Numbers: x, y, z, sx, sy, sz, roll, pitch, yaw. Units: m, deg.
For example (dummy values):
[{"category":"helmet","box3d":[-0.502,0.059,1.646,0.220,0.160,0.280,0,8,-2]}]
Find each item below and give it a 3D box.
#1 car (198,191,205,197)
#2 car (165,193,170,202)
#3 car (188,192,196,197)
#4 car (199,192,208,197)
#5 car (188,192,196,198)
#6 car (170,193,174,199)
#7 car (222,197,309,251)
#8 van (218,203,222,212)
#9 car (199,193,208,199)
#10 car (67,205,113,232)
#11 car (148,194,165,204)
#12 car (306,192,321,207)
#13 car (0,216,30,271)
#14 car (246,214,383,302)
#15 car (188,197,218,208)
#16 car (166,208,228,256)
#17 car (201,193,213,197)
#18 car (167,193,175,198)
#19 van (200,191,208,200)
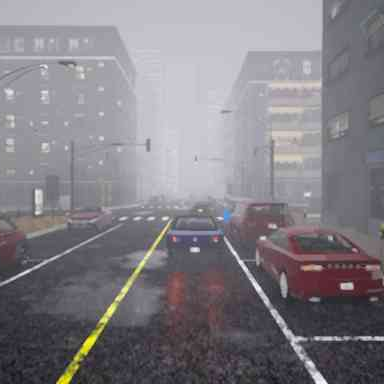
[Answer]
[{"category":"car","box3d":[2.678,1.029,68.008,1.887,1.381,4.507,0,0,0]},{"category":"car","box3d":[-5.702,1.089,62.497,1.947,1.339,4.313,0,0,0]},{"category":"car","box3d":[-0.007,0.709,90.898,1.994,1.385,4.181,0,0,0]},{"category":"car","box3d":[2.679,1.129,56.962,1.947,1.339,4.313,0,0,0]},{"category":"car","box3d":[-0.007,0.928,80.477,2.033,1.411,5.357,0,0,0]},{"category":"car","box3d":[-5.704,0.951,79.067,1.887,1.381,4.507,0,0,0]},{"category":"car","box3d":[2.681,1.207,13.516,2.192,1.841,5.009,0,0,0]},{"category":"van","box3d":[2.680,1.190,19.043,1.690,1.788,3.998,0,0,0]},{"category":"car","box3d":[2.677,0.972,79.056,1.947,1.339,4.313,0,0,0]},{"category":"car","box3d":[-5.699,1.431,19.046,1.802,1.307,4.206,0,0,0]},{"category":"car","box3d":[-5.702,1.169,51.450,1.947,1.339,4.313,0,0,0]},{"category":"car","box3d":[15.756,0.731,38.575,5.009,1.841,2.192,-1,2,0]},{"category":"car","box3d":[-5.699,1.376,7.989,1.967,1.590,4.097,0,0,0]},{"category":"car","box3d":[2.683,1.480,7.989,1.887,1.381,4.507,0,0,0]},{"category":"car","box3d":[1.252,1.350,27.244,1.994,1.385,4.181,0,0,17]},{"category":"car","box3d":[0.100,1.500,12.648,1.895,1.301,4.718,0,0,0]},{"category":"car","box3d":[2.680,1.186,51.439,1.802,1.307,4.206,0,0,0]},{"category":"car","box3d":[-5.704,0.911,90.114,1.802,1.307,4.206,0,0,0]},{"category":"van","box3d":[2.676,0.786,73.530,1.690,1.788,3.998,0,0,0]}]
